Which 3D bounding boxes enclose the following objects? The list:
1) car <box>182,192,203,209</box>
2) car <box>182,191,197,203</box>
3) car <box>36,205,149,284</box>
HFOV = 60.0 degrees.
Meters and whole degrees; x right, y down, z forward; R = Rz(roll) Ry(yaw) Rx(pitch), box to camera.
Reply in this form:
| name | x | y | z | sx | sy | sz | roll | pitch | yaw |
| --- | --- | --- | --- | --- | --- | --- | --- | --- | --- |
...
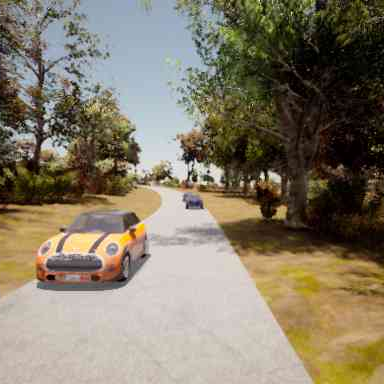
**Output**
| name | x | y | z | sx | sy | sz | roll | pitch | yaw |
| --- | --- | --- | --- | --- | --- | --- | --- | --- | --- |
| car | 0.230 | 1.015 | 40.526 | 2.097 | 1.767 | 4.553 | 0 | 2 | -2 |
| car | -0.492 | 0.742 | 51.561 | 1.837 | 1.490 | 4.892 | -1 | 3 | -6 |
| car | -2.597 | 1.328 | 9.684 | 2.097 | 1.767 | 4.553 | 0 | 0 | 2 |
